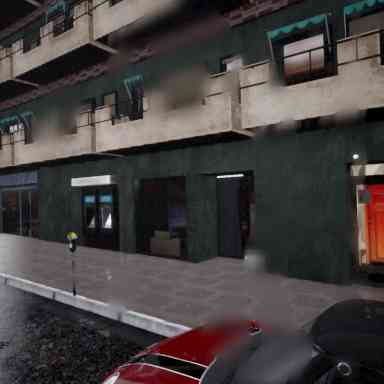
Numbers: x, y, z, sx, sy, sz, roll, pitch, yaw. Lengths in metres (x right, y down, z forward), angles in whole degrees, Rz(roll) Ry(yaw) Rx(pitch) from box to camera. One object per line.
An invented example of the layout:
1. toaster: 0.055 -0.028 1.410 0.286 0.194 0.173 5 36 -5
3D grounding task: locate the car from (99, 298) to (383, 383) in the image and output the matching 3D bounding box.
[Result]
1. car: 1.116 1.441 1.959 4.097 1.590 1.967 0 -2 36
